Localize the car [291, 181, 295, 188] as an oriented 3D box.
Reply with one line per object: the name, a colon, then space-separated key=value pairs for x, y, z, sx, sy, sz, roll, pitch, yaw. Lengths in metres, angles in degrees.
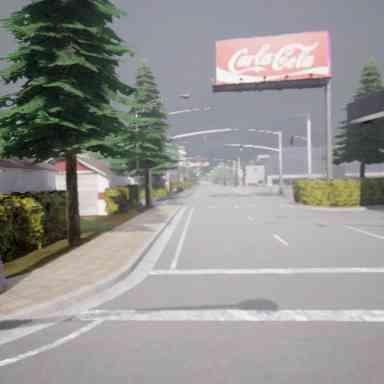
car: x=21.835 y=-1.482 z=68.639 sx=2.007 sy=1.523 sz=4.514 roll=-2 pitch=2 yaw=1
